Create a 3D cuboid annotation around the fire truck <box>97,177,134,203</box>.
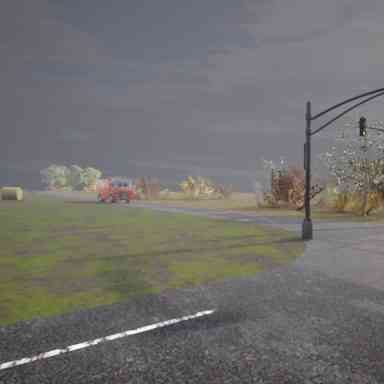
[{"bbox_3d":[-11.715,-0.363,50.066,2.891,3.827,8.468,1,0,-32],"label":"fire truck"}]
